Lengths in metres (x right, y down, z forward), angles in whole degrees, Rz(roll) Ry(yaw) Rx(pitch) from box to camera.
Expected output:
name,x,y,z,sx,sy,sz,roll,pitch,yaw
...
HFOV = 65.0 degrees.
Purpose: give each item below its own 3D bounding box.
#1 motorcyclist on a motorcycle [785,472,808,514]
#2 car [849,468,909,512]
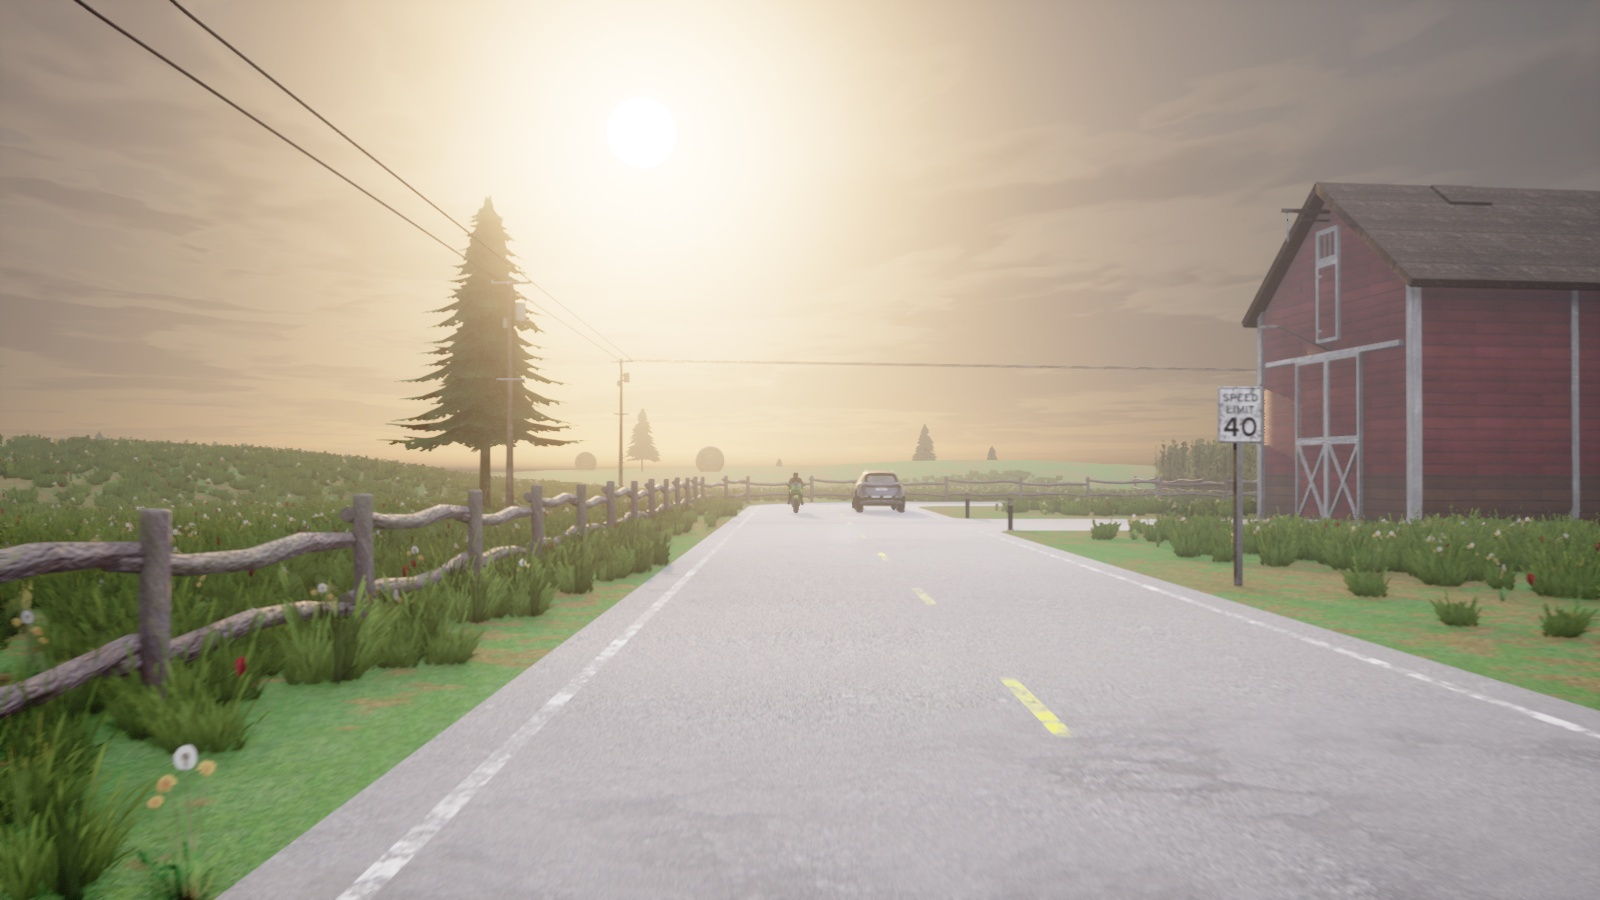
name,x,y,z,sx,sy,sz,roll,pitch,yaw
motorcyclist on a motorcycle,-0.133,1.570,46.166,0.797,1.523,2.044,0,-1,-1
car,3.077,1.566,49.777,2.033,1.649,4.856,0,-1,0
